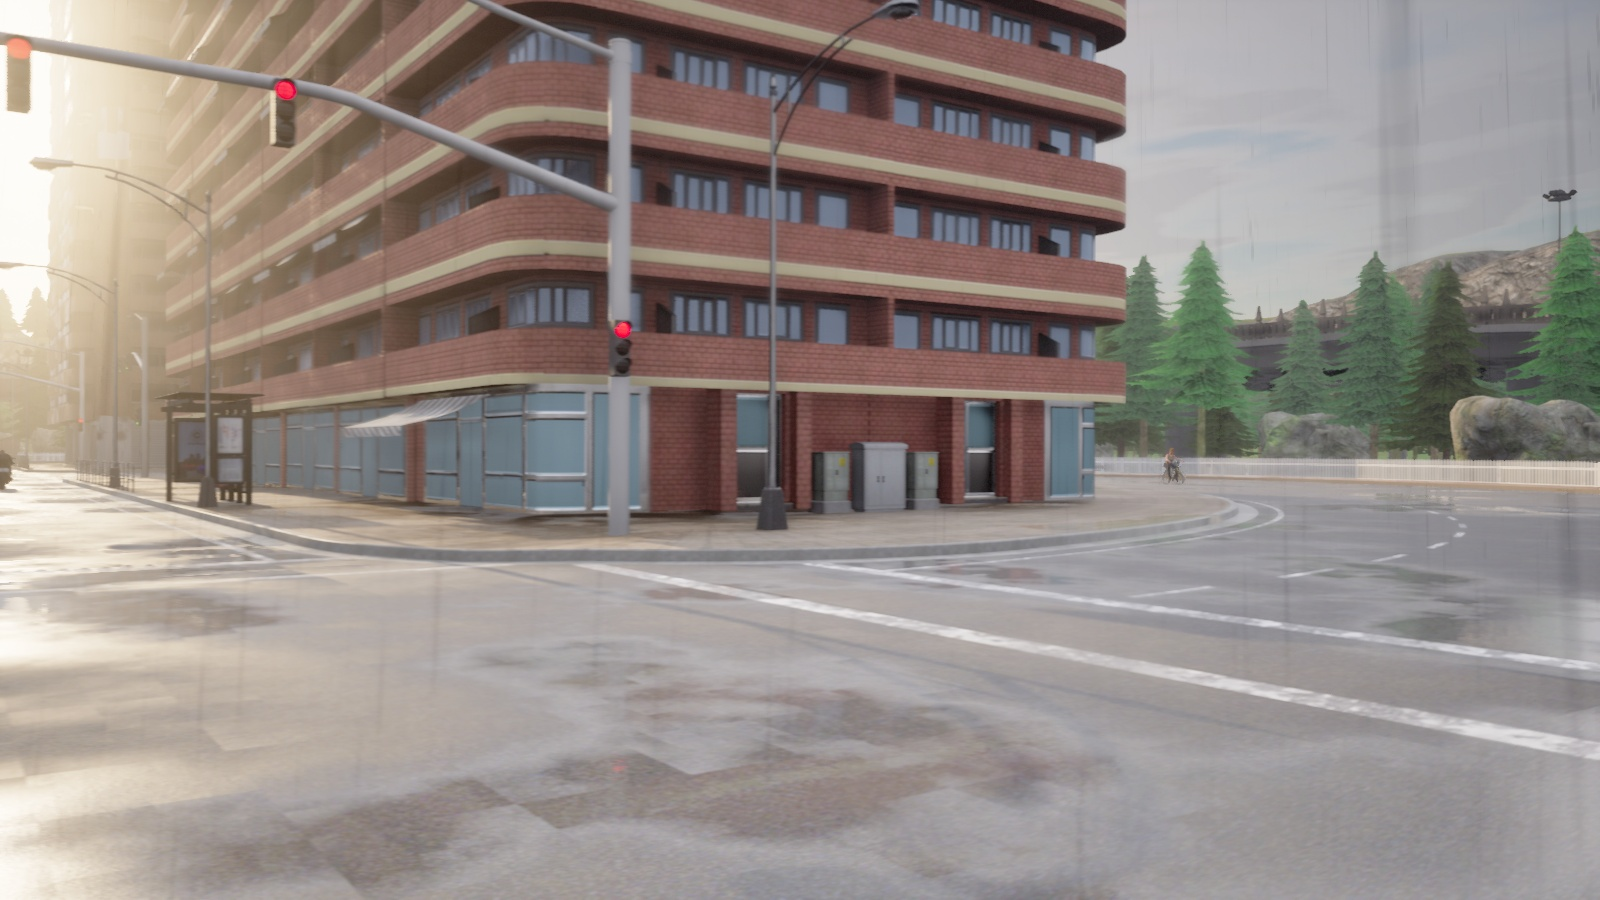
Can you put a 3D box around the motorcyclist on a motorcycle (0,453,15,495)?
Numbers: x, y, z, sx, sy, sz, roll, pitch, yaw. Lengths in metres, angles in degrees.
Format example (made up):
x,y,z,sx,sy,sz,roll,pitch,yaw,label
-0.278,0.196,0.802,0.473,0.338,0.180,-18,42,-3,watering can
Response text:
x,y,z,sx,sy,sz,roll,pitch,yaw,label
-30.133,0.882,47.290,0.866,1.530,2.191,0,0,-34,motorcyclist on a motorcycle

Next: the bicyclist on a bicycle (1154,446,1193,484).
x,y,z,sx,sy,sz,roll,pitch,yaw,label
16.169,0.647,54.393,0.866,1.612,1.509,-1,0,-20,bicyclist on a bicycle
